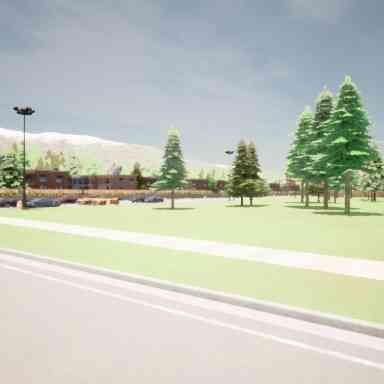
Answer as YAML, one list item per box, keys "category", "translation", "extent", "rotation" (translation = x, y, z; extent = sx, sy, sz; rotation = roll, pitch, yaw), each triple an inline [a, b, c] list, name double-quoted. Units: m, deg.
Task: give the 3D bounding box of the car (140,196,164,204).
- category: "car"
  translation: [-7.445, 1.525, 65.441]
  extent: [1.812, 1.442, 4.674]
  rotation: [0, 0, 36]

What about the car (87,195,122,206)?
- category: "car"
  translation: [-14.486, 1.351, 55.443]
  extent: [2.097, 1.767, 4.553]
  rotation: [0, 0, 35]

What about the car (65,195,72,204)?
- category: "car"
  translation: [-22.956, 1.352, 61.590]
  extent: [2.097, 1.767, 4.553]
  rotation: [0, 0, 35]

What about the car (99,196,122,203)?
- category: "car"
  translation: [-17.116, 1.594, 69.853]
  extent: [1.895, 1.301, 4.718]
  rotation: [0, 0, 35]

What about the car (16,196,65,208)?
- category: "car"
  translation: [-20.931, 1.548, 46.232]
  extent: [2.033, 1.411, 5.357]
  rotation: [0, 0, 35]

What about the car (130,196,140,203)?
- category: "car"
  translation: [-10.469, 1.506, 67.191]
  extent: [1.837, 1.490, 4.892]
  rotation: [0, 0, 36]

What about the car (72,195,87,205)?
- category: "car"
  translation: [-17.557, 1.351, 57.153]
  extent: [2.097, 1.767, 4.553]
  rotation: [0, 0, 35]

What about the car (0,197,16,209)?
- category: "car"
  translation: [-24.744, 1.478, 46.885]
  extent: [1.882, 1.535, 5.008]
  rotation: [0, 0, 35]
